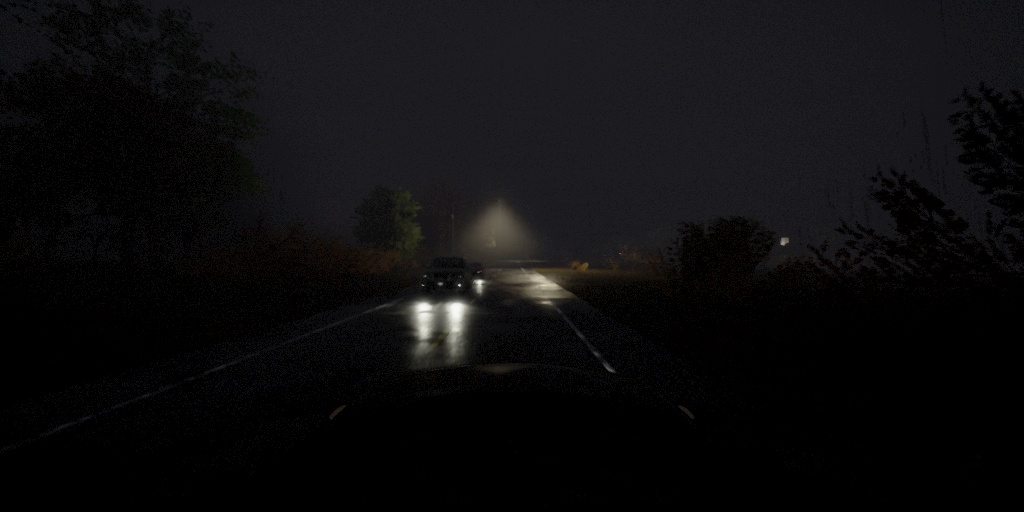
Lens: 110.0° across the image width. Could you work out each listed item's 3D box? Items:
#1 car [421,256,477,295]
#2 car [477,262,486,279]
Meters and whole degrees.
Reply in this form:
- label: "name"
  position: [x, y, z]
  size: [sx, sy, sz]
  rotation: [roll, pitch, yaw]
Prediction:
- label: "car"
  position: [-3.511, 1.020, 20.359]
  size: [2.150, 2.045, 5.566]
  rotation: [0, 0, 0]
- label: "car"
  position: [-3.524, 1.307, 33.641]
  size: [1.882, 1.535, 5.008]
  rotation: [0, 0, 0]
